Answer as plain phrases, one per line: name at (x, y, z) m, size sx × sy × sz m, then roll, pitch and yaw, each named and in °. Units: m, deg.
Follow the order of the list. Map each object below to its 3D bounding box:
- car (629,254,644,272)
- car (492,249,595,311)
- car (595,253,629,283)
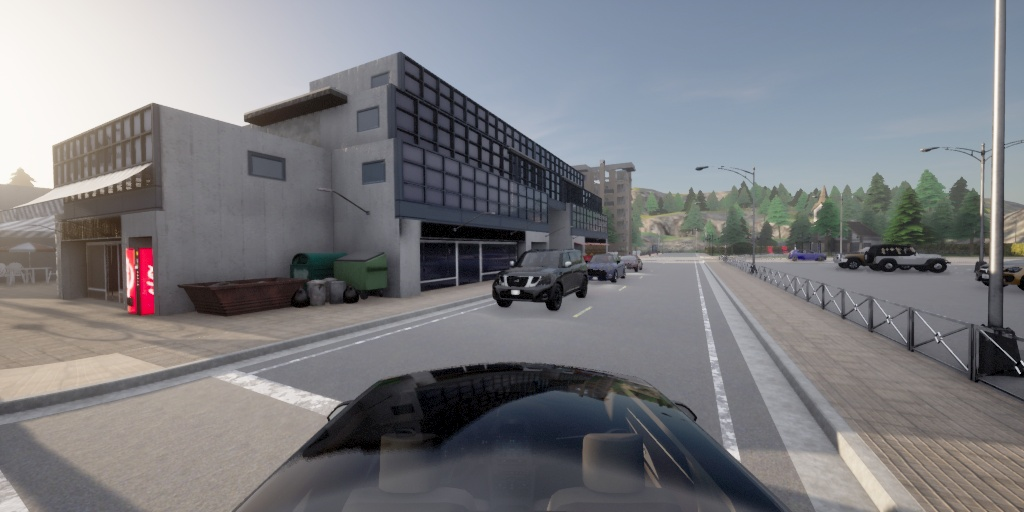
car at (10.385, 0.594, 31.736) m, size 1.812 × 1.442 × 4.674 m, roll 0°, pitch 1°, yaw 27°
car at (1.350, 0.743, 13.816) m, size 2.150 × 2.045 × 5.566 m, roll 0°, pitch 1°, yaw 27°
car at (5.776, 0.651, 22.600) m, size 2.097 × 1.767 × 4.553 m, roll 0°, pitch 1°, yaw 27°
